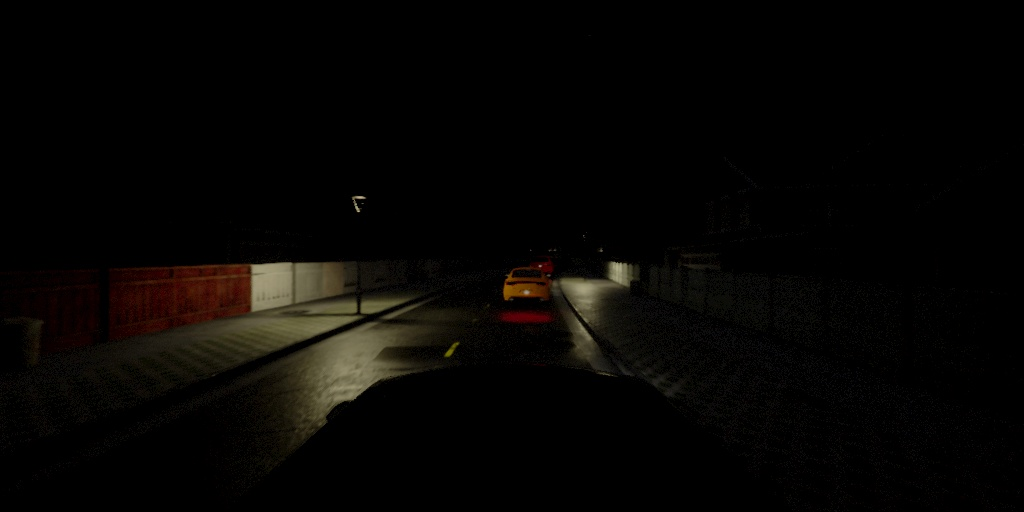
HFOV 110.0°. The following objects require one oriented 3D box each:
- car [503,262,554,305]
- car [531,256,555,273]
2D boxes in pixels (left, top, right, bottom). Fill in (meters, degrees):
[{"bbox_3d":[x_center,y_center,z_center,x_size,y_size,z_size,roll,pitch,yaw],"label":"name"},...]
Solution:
[{"bbox_3d":[0.720,1.232,16.057,1.882,1.535,5.008,0,0,4],"label":"car"},{"bbox_3d":[2.956,0.996,34.899,2.150,2.045,5.566,0,0,9],"label":"car"}]
